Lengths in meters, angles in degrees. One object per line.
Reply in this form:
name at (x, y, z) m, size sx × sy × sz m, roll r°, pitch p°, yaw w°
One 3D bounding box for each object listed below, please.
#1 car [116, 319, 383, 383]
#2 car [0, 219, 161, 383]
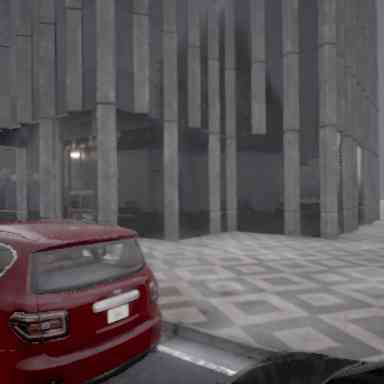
car at (1.879, 1.564, 1.515) m, size 4.313 × 1.339 × 1.947 m, roll 0°, pitch -1°, yaw 36°
car at (-2.699, 1.327, 4.784) m, size 5.009 × 1.841 × 2.192 m, roll 0°, pitch -1°, yaw 36°
